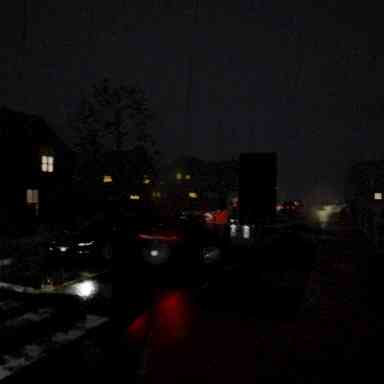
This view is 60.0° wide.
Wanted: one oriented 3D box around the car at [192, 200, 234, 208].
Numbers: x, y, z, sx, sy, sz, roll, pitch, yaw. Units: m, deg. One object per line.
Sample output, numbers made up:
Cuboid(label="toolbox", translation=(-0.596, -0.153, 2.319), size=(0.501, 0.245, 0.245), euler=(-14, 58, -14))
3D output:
Cuboid(label="car", translation=(0.905, 1.430, 21.251), size=(2.097, 1.767, 4.553), euler=(0, 0, 23))

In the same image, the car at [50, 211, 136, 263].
Cuboid(label="car", translation=(-2.914, 1.508, 12.273), size=(1.837, 1.490, 4.892), euler=(0, 0, 24))

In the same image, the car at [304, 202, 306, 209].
Cuboid(label="car", translation=(15.649, 1.807, 48.927), size=(1.882, 1.535, 5.008), euler=(0, 0, 23))

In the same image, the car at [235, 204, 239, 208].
Cuboid(label="car", translation=(5.083, 1.707, 31.167), size=(2.033, 1.411, 5.357), euler=(0, 0, 23))

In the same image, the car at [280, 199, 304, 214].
Cuboid(label="car", translation=(11.715, 1.799, 39.473), size=(2.033, 1.411, 5.357), euler=(0, 0, 24))

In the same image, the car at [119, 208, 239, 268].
Cuboid(label="car", translation=(-0.111, 1.512, 11.495), size=(2.128, 1.511, 4.902), euler=(0, 0, 23))
